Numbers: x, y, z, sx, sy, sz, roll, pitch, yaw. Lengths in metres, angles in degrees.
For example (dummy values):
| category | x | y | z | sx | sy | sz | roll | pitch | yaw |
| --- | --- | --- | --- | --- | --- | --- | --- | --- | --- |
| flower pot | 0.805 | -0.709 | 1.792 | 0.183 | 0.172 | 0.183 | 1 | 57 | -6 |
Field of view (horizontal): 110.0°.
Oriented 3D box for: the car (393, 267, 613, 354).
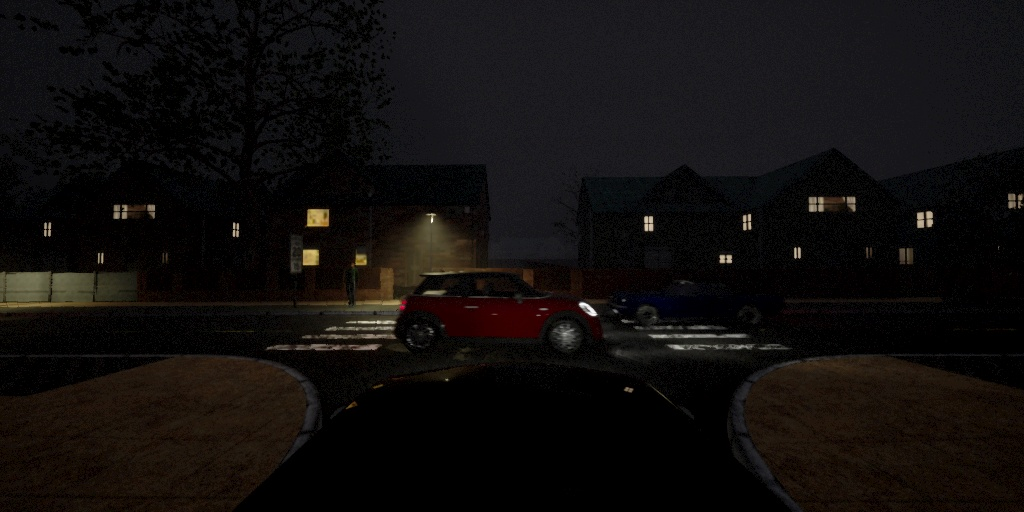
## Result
| category | x | y | z | sx | sy | sz | roll | pitch | yaw |
| --- | --- | --- | --- | --- | --- | --- | --- | --- | --- |
| car | -0.258 | 1.134 | 8.364 | 4.553 | 1.767 | 2.097 | 0 | -1 | 2 |

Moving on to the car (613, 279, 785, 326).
| category | x | y | z | sx | sy | sz | roll | pitch | yaw |
| --- | --- | --- | --- | --- | --- | --- | --- | --- | --- |
| car | 5.453 | 1.387 | 11.140 | 4.718 | 1.301 | 1.895 | -1 | -1 | 2 |

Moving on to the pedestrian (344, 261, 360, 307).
| category | x | y | z | sx | sy | sz | roll | pitch | yaw |
| --- | --- | --- | --- | --- | --- | --- | --- | --- | --- |
| pedestrian | -6.452 | 1.113 | 14.431 | 0.375 | 1.860 | 0.375 | 0 | -1 | 2 |
